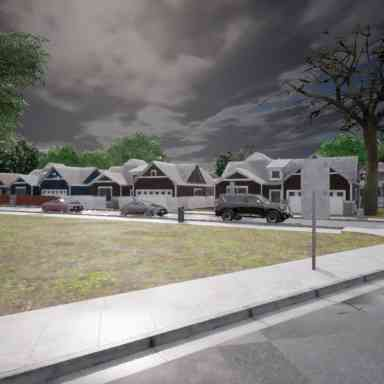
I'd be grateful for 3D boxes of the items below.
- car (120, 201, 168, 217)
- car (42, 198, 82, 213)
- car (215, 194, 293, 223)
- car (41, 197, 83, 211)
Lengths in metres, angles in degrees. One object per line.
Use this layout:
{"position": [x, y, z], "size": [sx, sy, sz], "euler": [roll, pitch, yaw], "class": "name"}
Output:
{"position": [-4.187, 1.449, 28.834], "size": [4.181, 1.385, 1.994], "euler": [0, 0, 29], "class": "car"}
{"position": [-13.112, 1.409, 33.573], "size": [4.181, 1.385, 1.994], "euler": [0, 0, 27], "class": "car"}
{"position": [4.371, 1.146, 24.027], "size": [5.566, 2.045, 2.150], "euler": [0, 0, 30], "class": "car"}
{"position": [-14.757, 1.369, 37.741], "size": [4.674, 1.442, 1.812], "euler": [0, 0, 28], "class": "car"}
